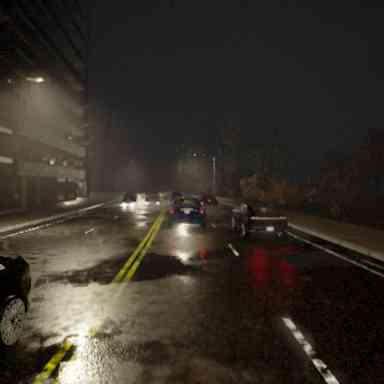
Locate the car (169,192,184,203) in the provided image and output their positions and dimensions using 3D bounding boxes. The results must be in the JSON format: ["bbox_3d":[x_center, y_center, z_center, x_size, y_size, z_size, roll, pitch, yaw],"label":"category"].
[{"bbox_3d":[-2.240,0.718,47.017,1.837,1.490,4.892,0,1,-6],"label":"car"}]

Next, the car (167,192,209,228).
[{"bbox_3d":[-0.352,1.027,19.708,2.097,1.767,4.553,0,1,-2],"label":"car"}]

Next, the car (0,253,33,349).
[{"bbox_3d":[-3.390,1.442,3.262,2.128,1.511,4.902,0,1,-1],"label":"car"}]

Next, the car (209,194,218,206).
[{"bbox_3d":[1.757,0.913,38.666,1.994,1.385,4.181,0,1,-4],"label":"car"}]

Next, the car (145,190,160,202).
[{"bbox_3d":[-5.780,0.552,49.002,2.097,1.767,4.553,0,1,-6],"label":"car"}]

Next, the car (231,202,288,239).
[{"bbox_3d":[3.047,1.228,15.697,2.128,1.511,4.902,0,1,-2],"label":"car"}]

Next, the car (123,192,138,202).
[{"bbox_3d":[-9.010,0.710,48.646,2.128,1.511,4.902,0,1,-6],"label":"car"}]
